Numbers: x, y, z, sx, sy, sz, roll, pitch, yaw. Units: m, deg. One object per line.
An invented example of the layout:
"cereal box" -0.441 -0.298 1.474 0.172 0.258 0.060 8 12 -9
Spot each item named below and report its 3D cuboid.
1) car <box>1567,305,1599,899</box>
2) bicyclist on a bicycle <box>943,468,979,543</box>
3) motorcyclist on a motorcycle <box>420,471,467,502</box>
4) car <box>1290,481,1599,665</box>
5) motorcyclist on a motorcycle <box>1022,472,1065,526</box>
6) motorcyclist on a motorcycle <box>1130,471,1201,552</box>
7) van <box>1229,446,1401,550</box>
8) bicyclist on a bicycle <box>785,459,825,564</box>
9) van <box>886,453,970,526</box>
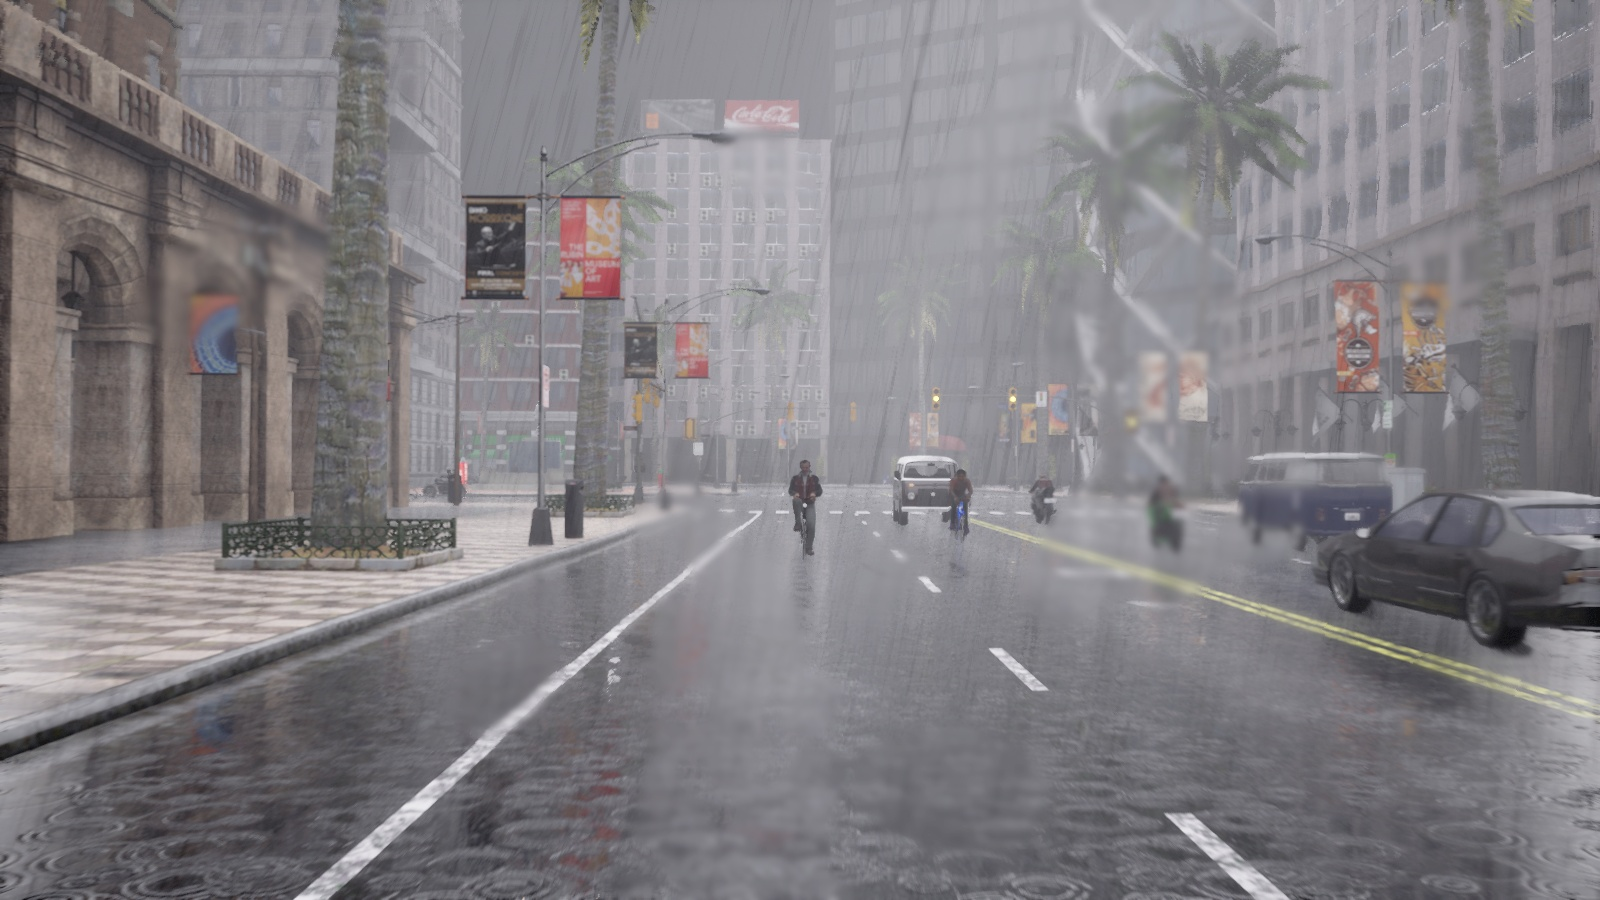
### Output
"car" 3.496 0.538 1.148 2.150 2.045 5.566 0 -1 0
"bicyclist on a bicycle" 3.602 1.220 28.249 0.582 1.620 1.656 0 0 0
"motorcyclist on a motorcycle" -19.452 1.976 68.590 2.350 1.649 0.766 0 -1 1
"car" 7.002 1.043 12.661 2.033 1.411 5.357 0 -1 0
"motorcyclist on a motorcycle" 7.243 1.439 37.455 0.866 1.530 2.191 0 -1 0
"motorcyclist on a motorcycle" 7.123 1.174 24.582 0.797 1.523 2.044 0 -1 1
"van" 10.643 0.959 26.326 1.775 1.987 4.442 0 -1 0
"bicyclist on a bicycle" 0.090 1.051 22.144 0.659 1.776 1.843 0 -1 0
"van" 3.732 1.138 37.263 2.069 2.038 4.480 0 -1 0
